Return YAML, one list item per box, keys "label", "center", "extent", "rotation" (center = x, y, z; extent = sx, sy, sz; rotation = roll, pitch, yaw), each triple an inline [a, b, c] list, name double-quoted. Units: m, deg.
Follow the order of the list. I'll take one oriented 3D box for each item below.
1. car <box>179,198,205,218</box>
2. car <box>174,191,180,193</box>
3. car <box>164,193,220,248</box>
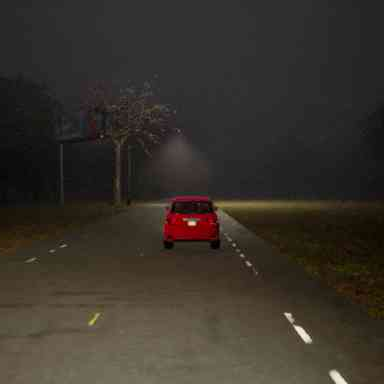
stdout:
- label: "car"
  center: [0.000, 1.325, 29.652]
  extent: [2.128, 1.511, 4.902]
  rotation: [0, 1, 0]
- label: "car"
  center: [-3.500, 0.645, 76.802]
  extent: [2.097, 1.767, 4.553]
  rotation: [0, 1, 0]
- label: "car"
  center: [0.000, 1.217, 14.680]
  extent: [2.150, 2.045, 5.566]
  rotation: [0, 0, 0]
